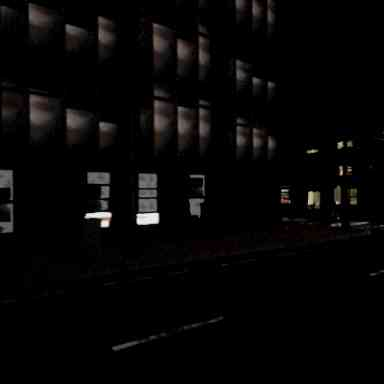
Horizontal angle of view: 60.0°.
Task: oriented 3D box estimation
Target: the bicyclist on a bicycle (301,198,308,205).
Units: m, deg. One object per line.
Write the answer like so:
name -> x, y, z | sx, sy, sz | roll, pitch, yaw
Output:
bicyclist on a bicycle -> 13.418, 1.588, 39.779 | 1.656, 1.620, 0.582 | -1, 0, -37

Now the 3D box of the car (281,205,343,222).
car -> 10.365, 1.818, 29.281 | 2.033, 1.411, 5.357 | -1, 0, -37
